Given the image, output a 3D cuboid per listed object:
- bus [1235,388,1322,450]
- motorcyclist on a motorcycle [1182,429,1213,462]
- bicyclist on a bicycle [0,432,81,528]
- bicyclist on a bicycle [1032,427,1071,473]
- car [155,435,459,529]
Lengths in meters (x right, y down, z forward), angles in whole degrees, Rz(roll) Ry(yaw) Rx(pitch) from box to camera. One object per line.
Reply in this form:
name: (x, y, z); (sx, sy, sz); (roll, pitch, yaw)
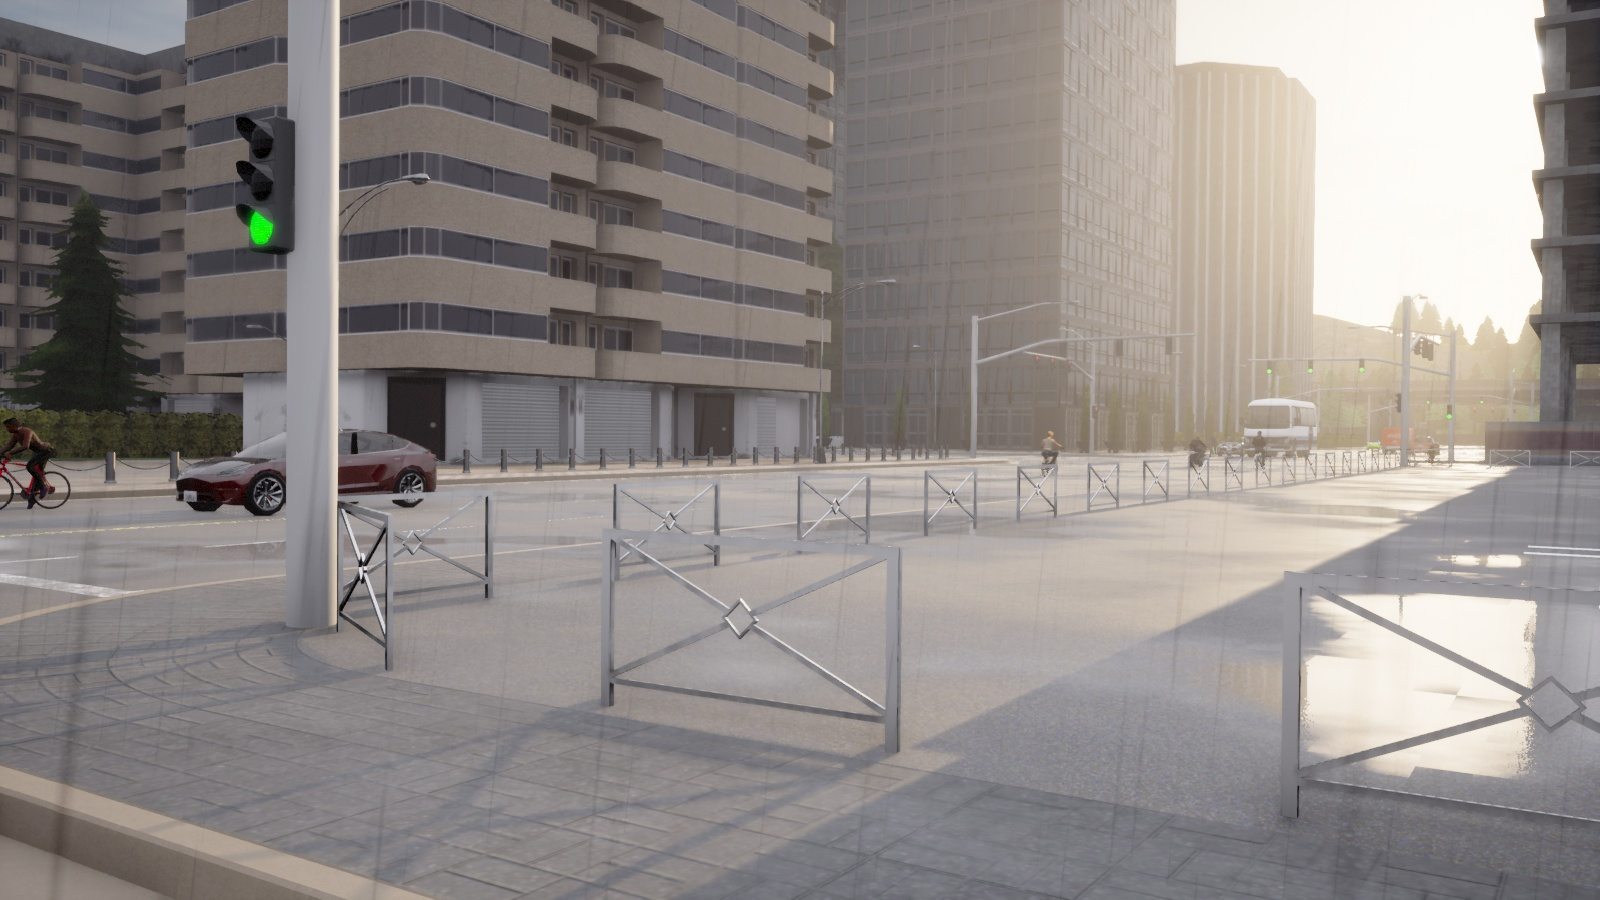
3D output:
bus: (35.063, -2.215, 91.767); (3.944, 4.253, 10.273); (0, 1, 33)
motorcyclist on a motorcycle: (19.055, -0.231, 60.160); (0.866, 1.530, 2.191); (0, 1, 33)
bicyclist on a bicycle: (-13.599, 0.507, 21.982); (0.582, 1.620, 1.656); (0, 1, 33)
bicyclist on a bicycle: (8.850, -0.015, 44.152); (0.866, 1.612, 1.509); (0, 1, 32)
car: (-8.837, 0.498, 22.939); (2.163, 1.488, 4.792); (0, 1, 33)
